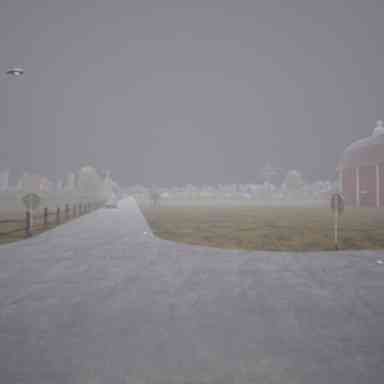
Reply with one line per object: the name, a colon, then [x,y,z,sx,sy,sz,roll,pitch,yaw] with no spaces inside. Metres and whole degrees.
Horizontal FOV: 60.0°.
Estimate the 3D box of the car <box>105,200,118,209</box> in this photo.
car: [-13.509,2.078,55.979,1.837,1.490,4.892,0,-1,-10]
